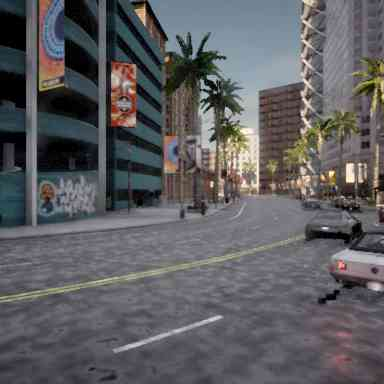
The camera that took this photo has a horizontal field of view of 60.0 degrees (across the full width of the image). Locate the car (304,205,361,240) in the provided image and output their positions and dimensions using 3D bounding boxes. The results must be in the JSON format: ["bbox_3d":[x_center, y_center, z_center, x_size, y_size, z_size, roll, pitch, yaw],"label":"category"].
[{"bbox_3d":[6.928,1.554,16.137,1.994,1.385,4.181,0,0,34],"label":"car"}]

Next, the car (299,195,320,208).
[{"bbox_3d":[15.632,1.496,43.927,1.812,1.442,4.674,0,0,11],"label":"car"}]

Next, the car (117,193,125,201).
[{"bbox_3d":[-11.483,0.977,53.602,2.435,2.045,5.566,0,0,10],"label":"car"}]

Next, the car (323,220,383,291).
[{"bbox_3d":[5.208,1.597,8.229,1.895,1.301,4.718,0,0,44],"label":"car"}]

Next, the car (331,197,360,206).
[{"bbox_3d":[18.431,1.576,39.875,1.895,1.301,4.718,0,0,11],"label":"car"}]

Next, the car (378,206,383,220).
[{"bbox_3d":[14.035,1.340,22.590,2.097,1.767,4.553,0,0,23],"label":"car"}]
